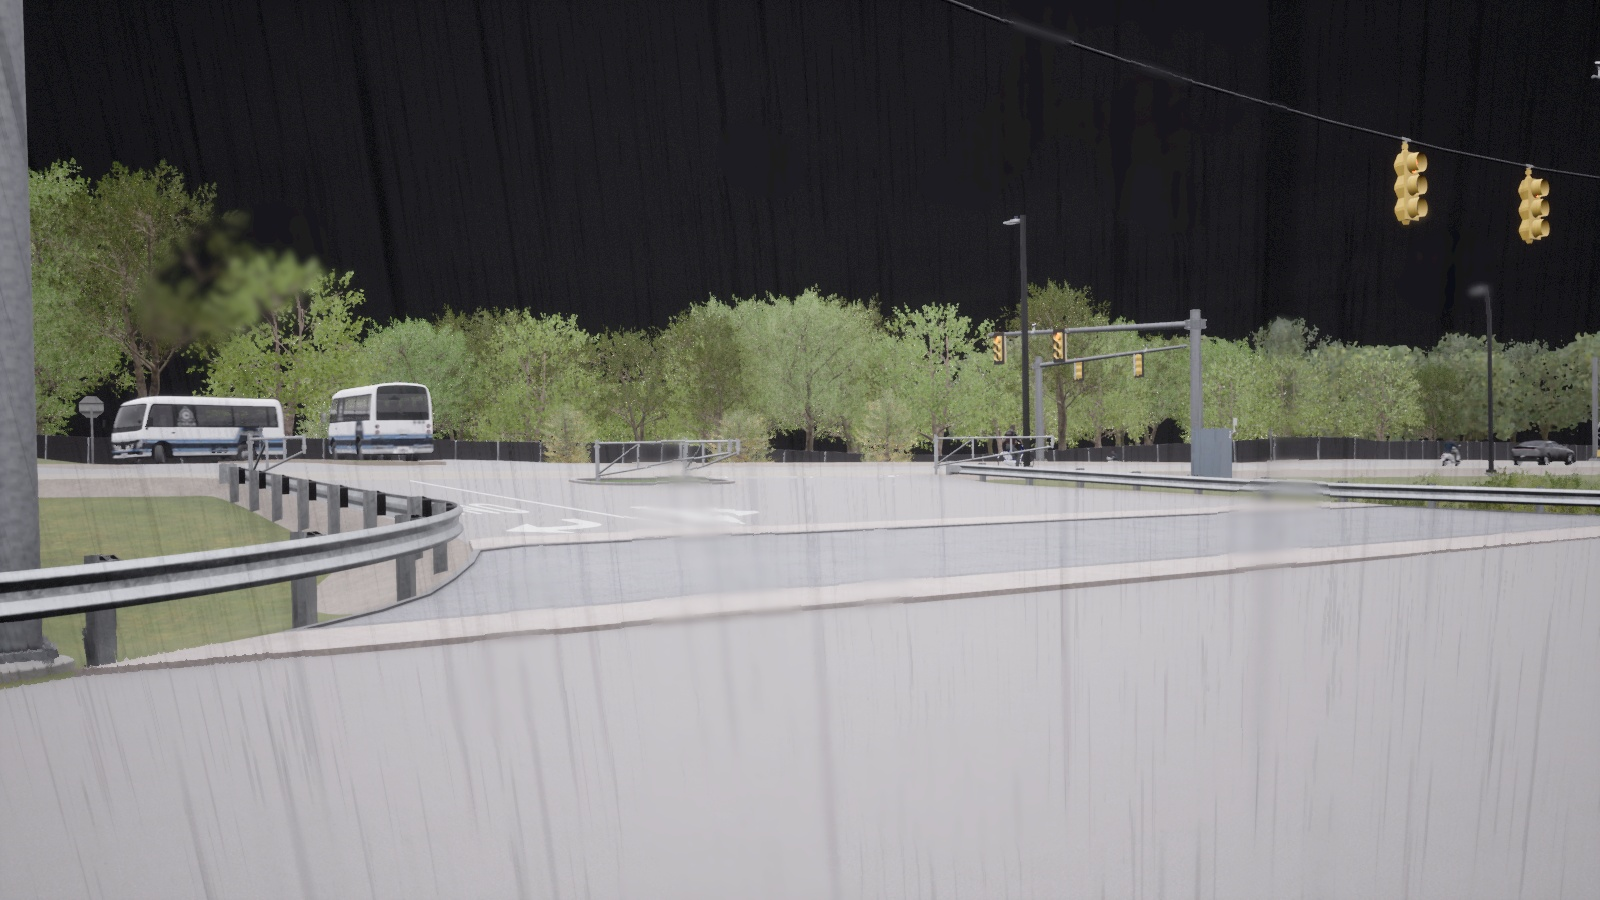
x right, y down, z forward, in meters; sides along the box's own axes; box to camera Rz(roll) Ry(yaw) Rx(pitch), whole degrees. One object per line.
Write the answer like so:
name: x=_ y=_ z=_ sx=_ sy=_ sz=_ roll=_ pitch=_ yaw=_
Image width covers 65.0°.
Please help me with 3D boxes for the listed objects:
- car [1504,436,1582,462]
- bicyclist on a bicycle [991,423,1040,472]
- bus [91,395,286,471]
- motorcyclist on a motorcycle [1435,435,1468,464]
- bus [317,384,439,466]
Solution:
car: x=44.790 y=-0.032 z=75.654 sx=4.902 sy=1.511 sz=2.128 roll=0 pitch=0 yaw=-34
bicyclist on a bicycle: x=8.009 y=-0.103 z=46.571 sx=1.843 sy=1.776 sz=0.659 roll=0 pitch=0 yaw=-34
bus: x=-37.901 y=-1.014 z=78.347 sx=3.944 sy=4.253 sz=10.273 roll=-3 pitch=-1 yaw=31
motorcyclist on a motorcycle: x=36.244 y=-0.028 z=69.878 sx=1.817 sy=1.590 sz=0.866 roll=0 pitch=0 yaw=-34
bus: x=-23.866 y=-1.320 z=70.518 sx=3.944 sy=4.253 sz=10.273 roll=-2 pitch=1 yaw=-33
